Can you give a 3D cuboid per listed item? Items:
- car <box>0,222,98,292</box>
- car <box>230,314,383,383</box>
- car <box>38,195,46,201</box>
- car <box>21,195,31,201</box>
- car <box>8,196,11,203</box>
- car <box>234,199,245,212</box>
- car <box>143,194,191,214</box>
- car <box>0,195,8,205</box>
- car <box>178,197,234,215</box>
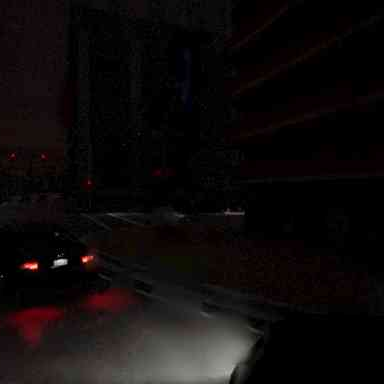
[{"bbox_3d":[-4.362,1.545,9.045,2.033,1.411,5.357,0,0,-39],"label":"car"},{"bbox_3d":[2.859,1.548,2.027,5.357,1.411,2.033,0,0,35],"label":"car"},{"bbox_3d":[-37.083,1.518,82.321,2.033,1.411,5.357,0,0,-23],"label":"car"},{"bbox_3d":[-40.171,1.503,80.638,2.128,1.511,4.902,0,0,-23],"label":"car"},{"bbox_3d":[-39.964,1.499,71.175,2.128,1.511,4.902,0,0,-23],"label":"car"},{"bbox_3d":[6.620,1.555,40.298,4.892,1.490,1.837,0,0,-23],"label":"car"},{"bbox_3d":[-2.532,1.271,36.500,5.566,2.045,2.150,0,0,-23],"label":"car"},{"bbox_3d":[-35.261,1.530,60.073,2.033,1.411,5.357,0,0,-23],"label":"car"},{"bbox_3d":[1.458,1.554,34.367,4.892,1.490,1.837,0,0,-23],"label":"car"}]
